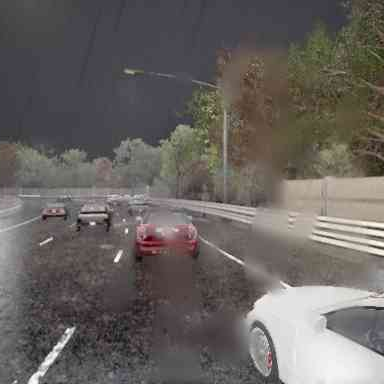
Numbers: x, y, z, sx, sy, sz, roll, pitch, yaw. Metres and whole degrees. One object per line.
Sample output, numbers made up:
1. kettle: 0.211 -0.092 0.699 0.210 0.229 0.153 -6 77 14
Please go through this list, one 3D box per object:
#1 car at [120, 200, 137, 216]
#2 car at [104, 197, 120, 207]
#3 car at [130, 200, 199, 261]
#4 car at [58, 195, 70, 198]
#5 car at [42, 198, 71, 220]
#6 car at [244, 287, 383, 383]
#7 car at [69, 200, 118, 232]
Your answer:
1. car: -5.242 1.459 31.540 2.128 1.511 4.902 0 0 -17
2. car: -11.682 1.477 48.395 1.812 1.442 4.674 0 0 -24
3. car: -1.020 1.339 12.422 2.097 1.767 4.553 0 0 -7
4. car: -28.141 1.451 72.822 1.812 1.442 4.674 0 0 -43
5. car: -11.177 1.519 27.555 2.033 1.411 5.357 0 0 -16
6. car: 2.147 1.523 2.768 1.812 1.442 4.674 0 0 -18
7. car: -5.836 1.471 20.281 2.128 1.511 4.902 0 0 -11
